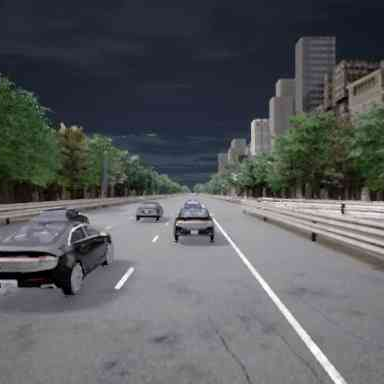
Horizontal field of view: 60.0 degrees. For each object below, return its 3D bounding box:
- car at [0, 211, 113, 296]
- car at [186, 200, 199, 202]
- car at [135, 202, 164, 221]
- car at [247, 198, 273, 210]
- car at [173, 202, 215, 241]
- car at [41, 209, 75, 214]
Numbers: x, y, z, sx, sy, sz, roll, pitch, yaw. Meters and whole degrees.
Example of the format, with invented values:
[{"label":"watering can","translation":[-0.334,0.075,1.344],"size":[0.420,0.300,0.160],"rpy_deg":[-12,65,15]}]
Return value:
[{"label":"car","translation":[-3.400,1.488,8.613],"size":[2.128,1.511,4.902],"rpy_deg":[0,0,0]},{"label":"car","translation":[0.097,1.516,34.623],"size":[1.812,1.442,4.674],"rpy_deg":[0,0,0]},{"label":"car","translation":[-3.403,1.535,27.327],"size":[2.033,1.411,5.357],"rpy_deg":[0,0,0]},{"label":"car","translation":[9.043,1.543,43.878],"size":[2.163,1.488,4.792],"rpy_deg":[0,0,-21]},{"label":"car","translation":[0.098,1.484,16.466],"size":[2.128,1.511,4.902],"rpy_deg":[0,0,0]},{"label":"car","translation":[-6.902,1.556,17.554],"size":[1.994,1.385,4.181],"rpy_deg":[0,0,0]}]
